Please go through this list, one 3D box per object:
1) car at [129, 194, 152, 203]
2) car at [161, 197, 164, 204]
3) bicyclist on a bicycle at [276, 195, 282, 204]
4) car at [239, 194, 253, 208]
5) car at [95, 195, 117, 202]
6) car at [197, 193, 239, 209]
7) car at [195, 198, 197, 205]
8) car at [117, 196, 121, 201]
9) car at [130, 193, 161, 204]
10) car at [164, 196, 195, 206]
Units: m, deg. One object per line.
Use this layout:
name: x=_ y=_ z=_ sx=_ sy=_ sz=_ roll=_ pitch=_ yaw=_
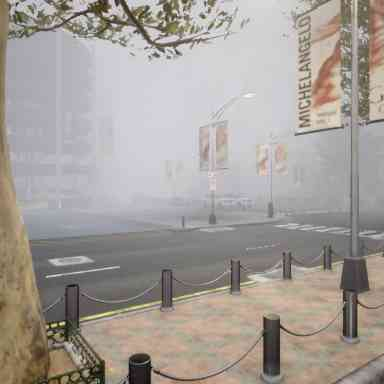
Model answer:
car: x=-11.237 y=1.355 z=72.586 sx=4.553 sy=1.767 sz=2.097 roll=0 pitch=0 yaw=26
car: x=-5.765 y=1.601 z=63.974 sx=4.718 sy=1.301 sz=1.895 roll=0 pitch=0 yaw=43
bicyclist on a bicycle: x=15.736 y=1.301 z=60.476 sx=1.656 sy=1.620 sz=0.582 roll=0 pitch=0 yaw=-36
car: x=6.425 y=1.221 z=48.576 sx=2.150 sy=2.045 sz=5.566 roll=0 pitch=0 yaw=-35
car: x=-20.478 y=1.450 z=76.304 sx=4.892 sy=1.490 sz=1.837 roll=0 pitch=0 yaw=12
car: x=3.569 y=1.221 z=46.552 sx=2.150 sy=2.045 sz=5.566 roll=0 pitch=0 yaw=-35
car: x=0.715 y=1.601 z=56.502 sx=1.895 sy=1.301 sz=4.718 roll=0 pitch=0 yaw=-37
car: x=-19.513 y=1.418 z=79.668 sx=5.008 sy=1.535 sz=1.882 roll=0 pitch=0 yaw=12
car: x=-9.088 y=1.221 z=62.283 sx=5.566 sy=2.045 sz=2.150 roll=0 pitch=0 yaw=40
car: x=-2.147 y=1.505 z=54.463 sx=1.837 sy=1.490 sz=4.892 roll=0 pitch=0 yaw=-37
